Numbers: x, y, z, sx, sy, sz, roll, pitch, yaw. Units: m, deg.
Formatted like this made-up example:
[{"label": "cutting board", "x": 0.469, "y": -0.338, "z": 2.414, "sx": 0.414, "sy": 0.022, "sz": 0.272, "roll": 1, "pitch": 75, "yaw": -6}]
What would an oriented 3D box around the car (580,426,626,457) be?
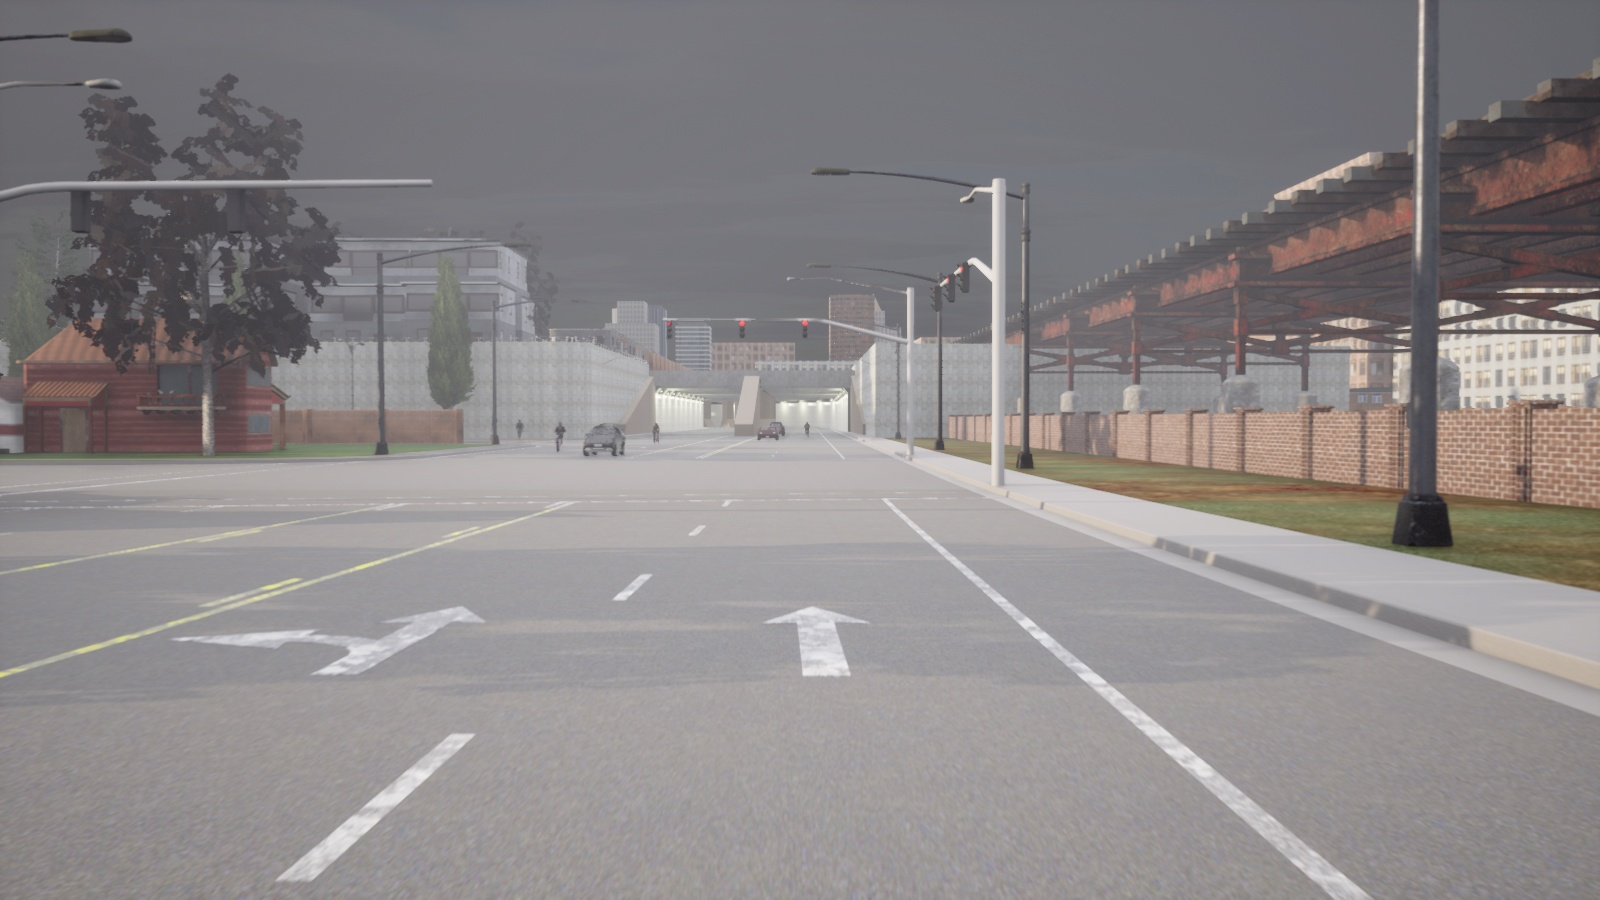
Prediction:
[{"label": "car", "x": -10.124, "y": -0.470, "z": 64.679, "sx": 1.789, "sy": 1.549, "sz": 3.705, "roll": 0, "pitch": 1, "yaw": 0}]
